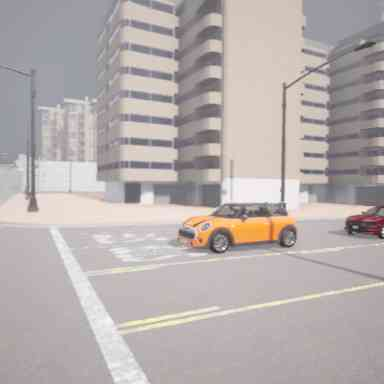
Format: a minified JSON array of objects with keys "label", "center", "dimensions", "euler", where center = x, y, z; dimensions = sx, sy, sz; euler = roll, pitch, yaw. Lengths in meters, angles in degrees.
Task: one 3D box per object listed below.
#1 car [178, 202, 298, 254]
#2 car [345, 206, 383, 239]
[{"label":"car","center":[1.753,1.170,12.607],"dimensions":[4.553,1.767,2.097],"euler":[1,1,-27]},{"label":"car","center":[9.930,1.428,16.808],"dimensions":[5.008,1.535,1.882],"euler":[1,1,-27]}]
